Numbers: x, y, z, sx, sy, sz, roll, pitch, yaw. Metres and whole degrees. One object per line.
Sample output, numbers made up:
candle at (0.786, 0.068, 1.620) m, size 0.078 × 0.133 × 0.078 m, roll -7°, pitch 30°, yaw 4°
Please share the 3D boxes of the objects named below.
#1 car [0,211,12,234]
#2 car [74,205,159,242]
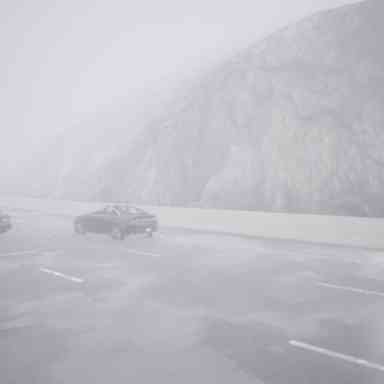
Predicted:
car at (-10.927, 1.349, 16.945) m, size 5.357 × 1.411 × 2.033 m, roll 1°, pitch 0°, yaw 44°
car at (-3.706, 1.375, 15.774) m, size 4.902 × 1.511 × 2.128 m, roll 1°, pitch 1°, yaw 40°
